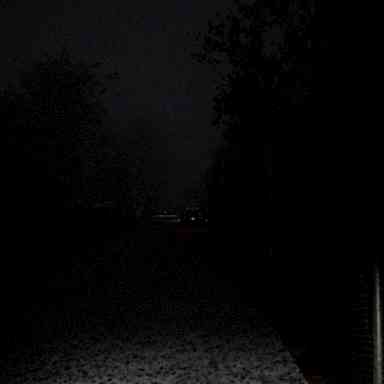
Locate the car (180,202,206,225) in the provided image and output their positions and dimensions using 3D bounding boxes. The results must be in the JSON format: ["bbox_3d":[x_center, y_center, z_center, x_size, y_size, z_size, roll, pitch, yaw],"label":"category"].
[{"bbox_3d":[0.048,1.684,25.066,1.812,1.442,4.674,0,-1,0],"label":"car"}]

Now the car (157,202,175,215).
[{"bbox_3d":[-2.933,1.937,39.334,2.033,1.411,5.357,0,-1,0],"label":"car"}]

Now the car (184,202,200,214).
[{"bbox_3d":[0.006,2.010,42.886,2.033,1.411,5.357,0,-1,0],"label":"car"}]
